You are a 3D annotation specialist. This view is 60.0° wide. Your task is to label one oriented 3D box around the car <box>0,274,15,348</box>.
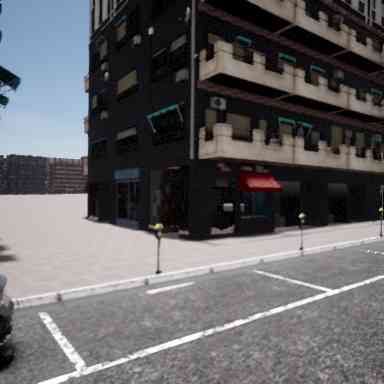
[{"bbox_3d":[-4.397,1.561,3.557,4.403,1.369,2.008,0,1,-35],"label":"car"}]
